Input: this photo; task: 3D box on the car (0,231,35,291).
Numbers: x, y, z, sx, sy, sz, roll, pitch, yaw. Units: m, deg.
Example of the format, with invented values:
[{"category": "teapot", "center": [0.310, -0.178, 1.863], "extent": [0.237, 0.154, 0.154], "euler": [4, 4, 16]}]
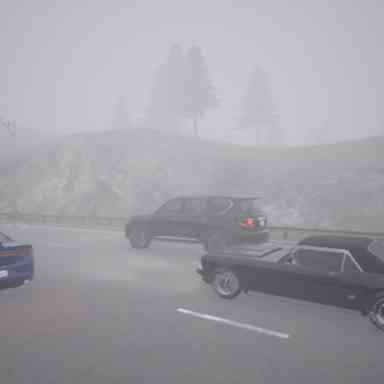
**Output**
[{"category": "car", "center": [-5.807, 1.449, 7.765], "extent": [5.008, 1.535, 1.882], "euler": [0, 0, 32]}]

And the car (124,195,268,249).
[{"category": "car", "center": [0.038, 1.120, 12.425], "extent": [5.566, 2.045, 2.150], "euler": [0, 0, 32]}]

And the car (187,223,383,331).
[{"category": "car", "center": [2.434, 1.531, 6.591], "extent": [4.718, 1.301, 1.895], "euler": [0, 1, 35]}]
